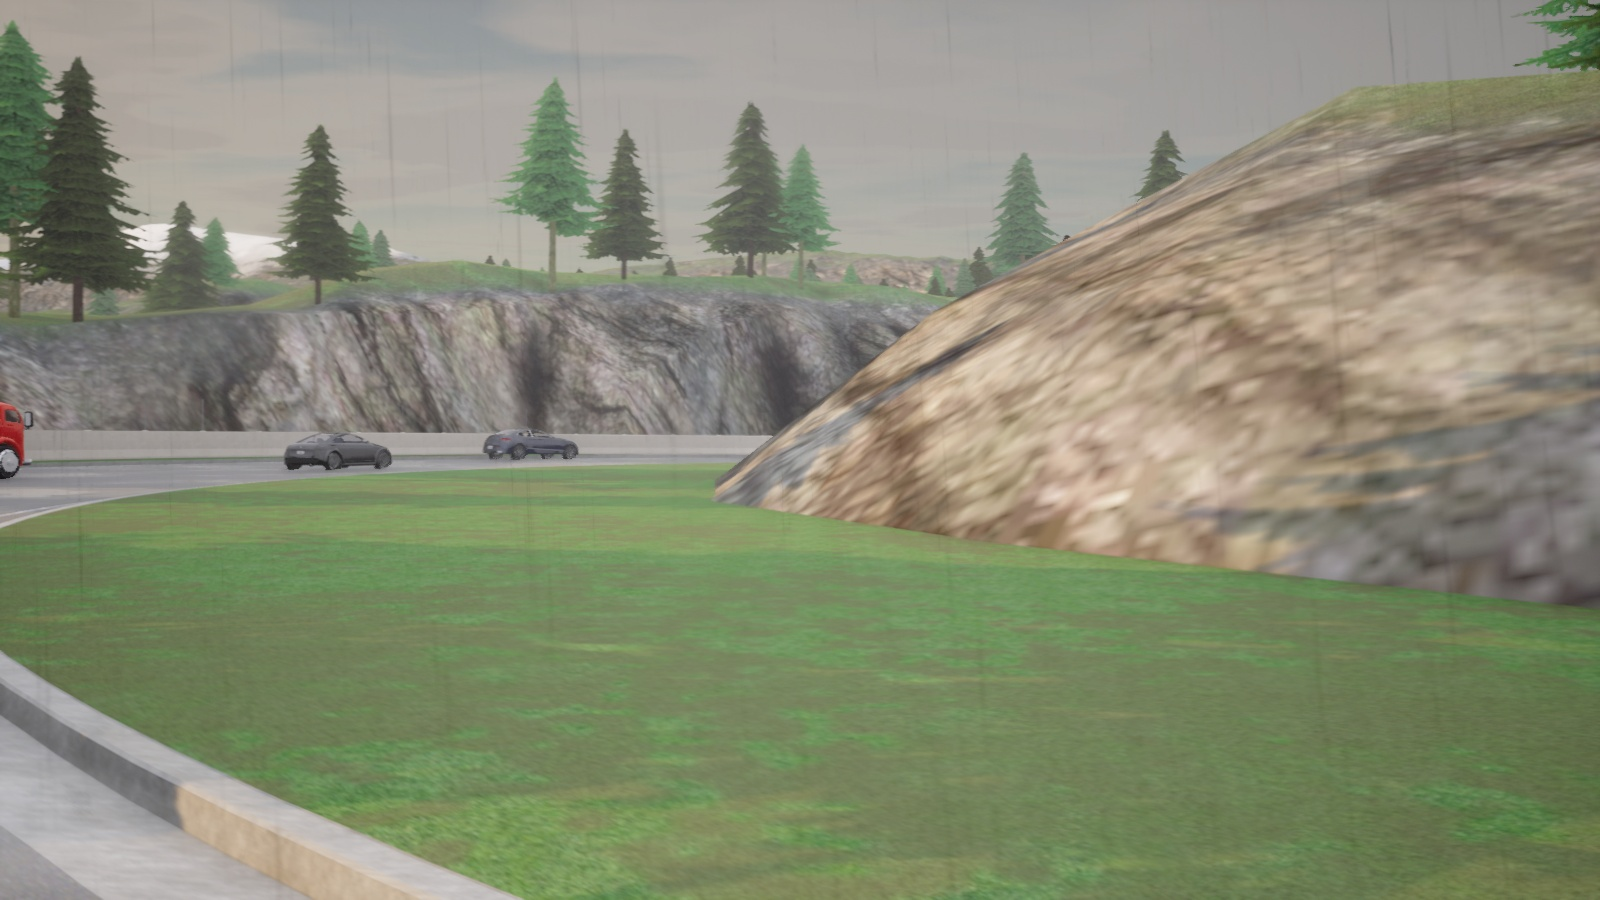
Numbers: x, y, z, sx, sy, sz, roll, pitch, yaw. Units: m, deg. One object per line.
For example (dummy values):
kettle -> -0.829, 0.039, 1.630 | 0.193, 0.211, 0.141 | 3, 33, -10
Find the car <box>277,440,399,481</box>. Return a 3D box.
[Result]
car -> -16.896, 0.347, 46.159 | 1.994, 1.385, 4.181 | 0, 1, 20

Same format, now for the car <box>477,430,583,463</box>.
car -> -13.839, -0.202, 64.669 | 2.152, 1.651, 5.027 | 0, 1, 40

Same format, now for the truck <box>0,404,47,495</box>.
truck -> -23.158, 0.011, 33.603 | 2.627, 2.467, 5.204 | -1, 1, 3
